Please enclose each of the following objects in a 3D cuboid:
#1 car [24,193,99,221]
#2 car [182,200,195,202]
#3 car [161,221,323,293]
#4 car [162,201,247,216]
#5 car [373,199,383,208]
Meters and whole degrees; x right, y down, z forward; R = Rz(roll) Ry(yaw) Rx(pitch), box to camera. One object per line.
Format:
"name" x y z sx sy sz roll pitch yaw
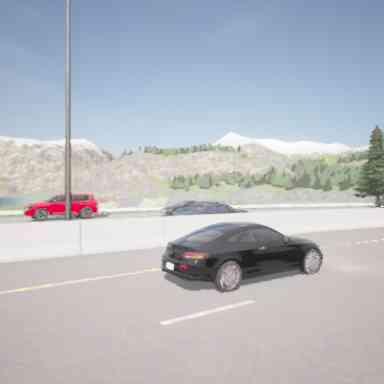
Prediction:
"car" -10.258 1.138 26.446 5.566 2.045 2.150 0 0 -33
"car" 0.979 1.440 25.039 4.892 1.490 1.837 0 0 -29
"car" 1.436 1.504 8.775 4.674 1.442 1.812 0 0 -33
"car" 1.128 1.493 21.140 5.357 1.411 2.033 0 0 -30
"car" 26.365 1.421 43.976 4.892 1.490 1.837 -1 0 -18
